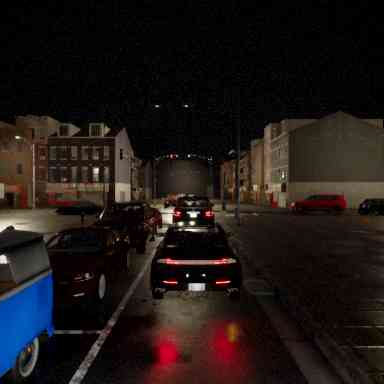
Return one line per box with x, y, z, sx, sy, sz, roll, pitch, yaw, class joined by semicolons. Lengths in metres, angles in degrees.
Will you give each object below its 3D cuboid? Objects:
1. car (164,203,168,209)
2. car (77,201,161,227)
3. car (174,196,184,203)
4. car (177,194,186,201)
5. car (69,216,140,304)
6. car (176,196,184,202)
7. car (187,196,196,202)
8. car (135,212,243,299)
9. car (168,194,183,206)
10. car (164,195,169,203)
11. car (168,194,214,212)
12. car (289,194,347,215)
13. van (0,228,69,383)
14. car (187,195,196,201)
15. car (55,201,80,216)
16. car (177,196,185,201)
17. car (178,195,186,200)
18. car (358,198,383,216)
-2.672;1.546;19.071;1.887;1.381;4.507;0;0;0;car
-2.665;1.315;13.637;2.192;1.841;5.009;0;0;0;car
-2.755;1.605;72.615;2.008;1.369;4.403;0;0;0;car
-2.782;1.400;88.896;2.192;1.841;5.009;0;0;0;car
-2.655;1.544;8.203;1.887;1.381;4.507;0;0;0;car
-2.763;1.589;77.872;1.752;1.417;4.829;0;0;0;car
-0.117;1.649;76.229;1.895;1.301;4.718;0;0;0;car
0.086;1.491;8.400;2.128;1.511;4.902;0;0;0;car
-2.731;1.345;56.335;2.192;1.841;5.009;0;0;0;car
-2.714;1.333;45.481;2.192;1.841;5.009;0;0;0;car
0.072;1.223;18.593;2.150;2.045;5.566;0;0;0;car
12.789;1.238;33.864;5.566;2.045;2.150;0;0;0;car
-2.648;1.341;2.769;1.690;1.788;3.998;0;0;0;van
-0.132;1.437;86.201;2.128;1.511;4.902;0;0;0;car
-9.791;1.559;30.920;5.357;1.411;2.033;0;0;0;car
-2.771;1.640;83.469;1.947;1.339;4.313;0;0;0;car
-2.789;1.536;94.323;1.967;1.590;4.097;0;0;0;car
18.070;1.395;30.913;4.553;1.767;2.097;0;0;0;car
